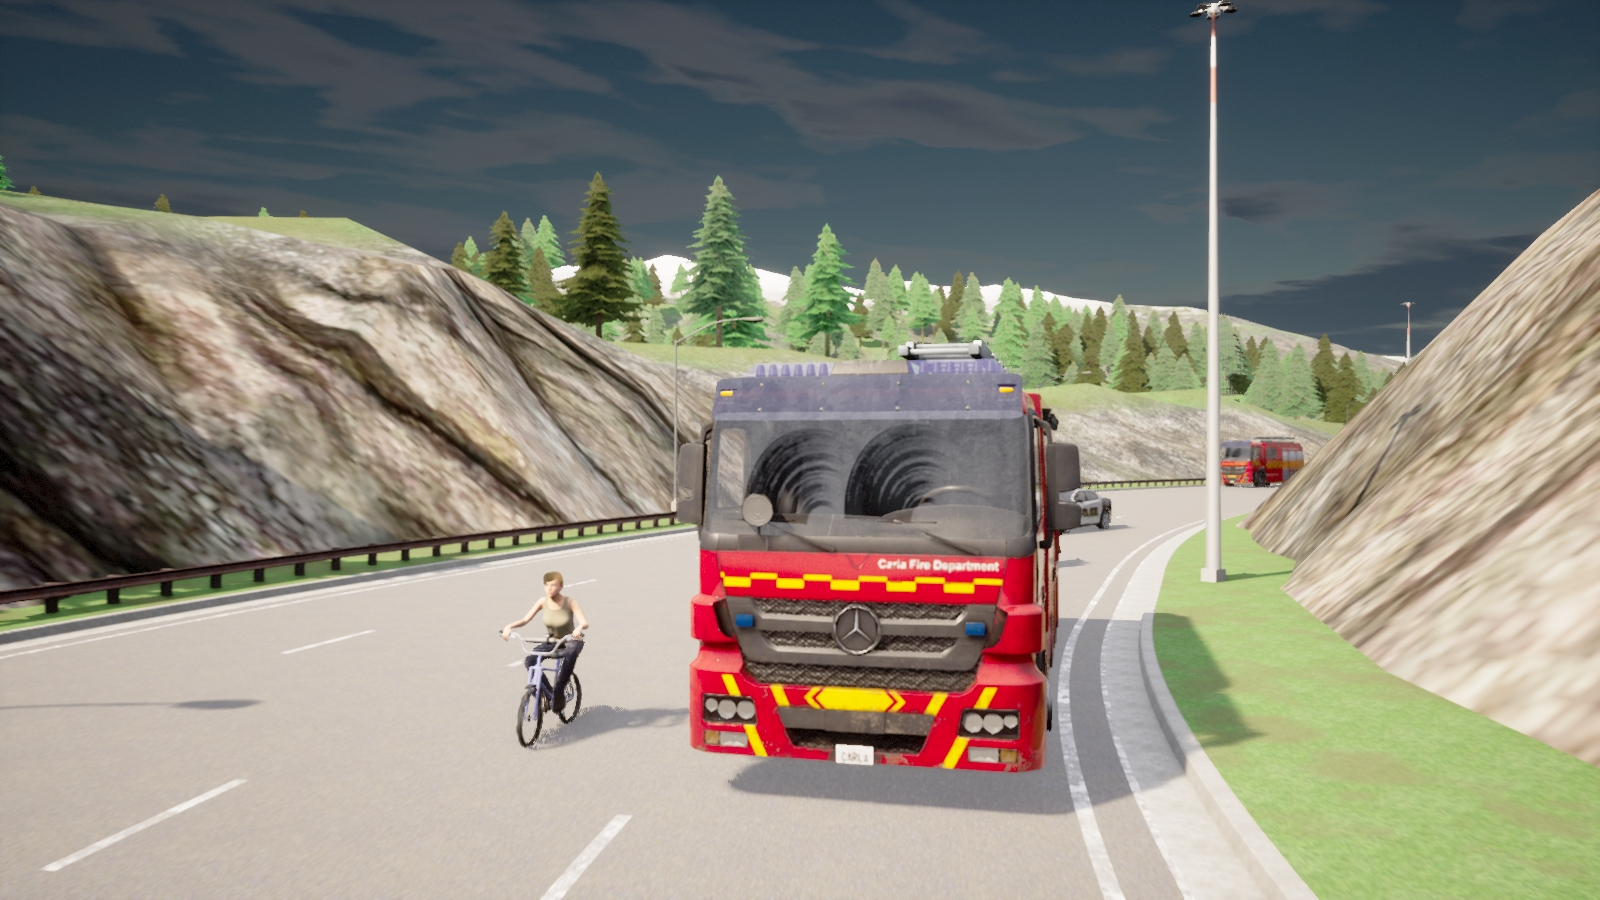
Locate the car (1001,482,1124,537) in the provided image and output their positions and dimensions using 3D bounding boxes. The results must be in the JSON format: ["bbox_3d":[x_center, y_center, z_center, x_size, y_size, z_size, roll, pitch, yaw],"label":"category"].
[{"bbox_3d":[9.208,1.995,39.779,2.097,1.638,5.238,0,0,39],"label":"car"}]

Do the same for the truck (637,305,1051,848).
[{"bbox_3d":[1.165,0.895,12.511,2.891,3.827,8.468,0,0,14],"label":"truck"}]

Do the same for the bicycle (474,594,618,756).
[{"bbox_3d":[-2.464,2.162,11.277,0.859,1.277,1.487,0,0,11],"label":"bicycle"}]
